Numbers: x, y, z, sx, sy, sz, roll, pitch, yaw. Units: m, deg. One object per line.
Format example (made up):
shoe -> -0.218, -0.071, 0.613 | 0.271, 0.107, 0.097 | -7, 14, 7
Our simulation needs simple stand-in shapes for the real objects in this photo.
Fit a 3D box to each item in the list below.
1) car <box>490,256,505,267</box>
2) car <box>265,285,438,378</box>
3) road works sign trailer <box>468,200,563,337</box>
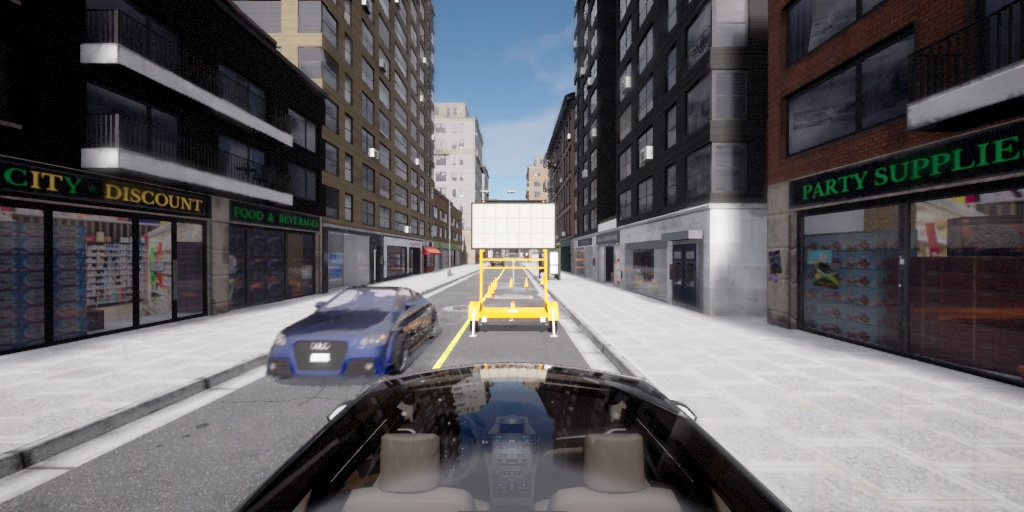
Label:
car -> -2.464, 0.932, 61.260 | 2.150, 2.045, 5.566 | 0, 0, 0
car -> -2.819, 1.313, 7.275 | 1.994, 1.385, 4.181 | 0, 0, 0
road works sign trailer -> 0.044, 0.213, 10.271 | 2.380, 3.560, 2.880 | 0, 0, 0
